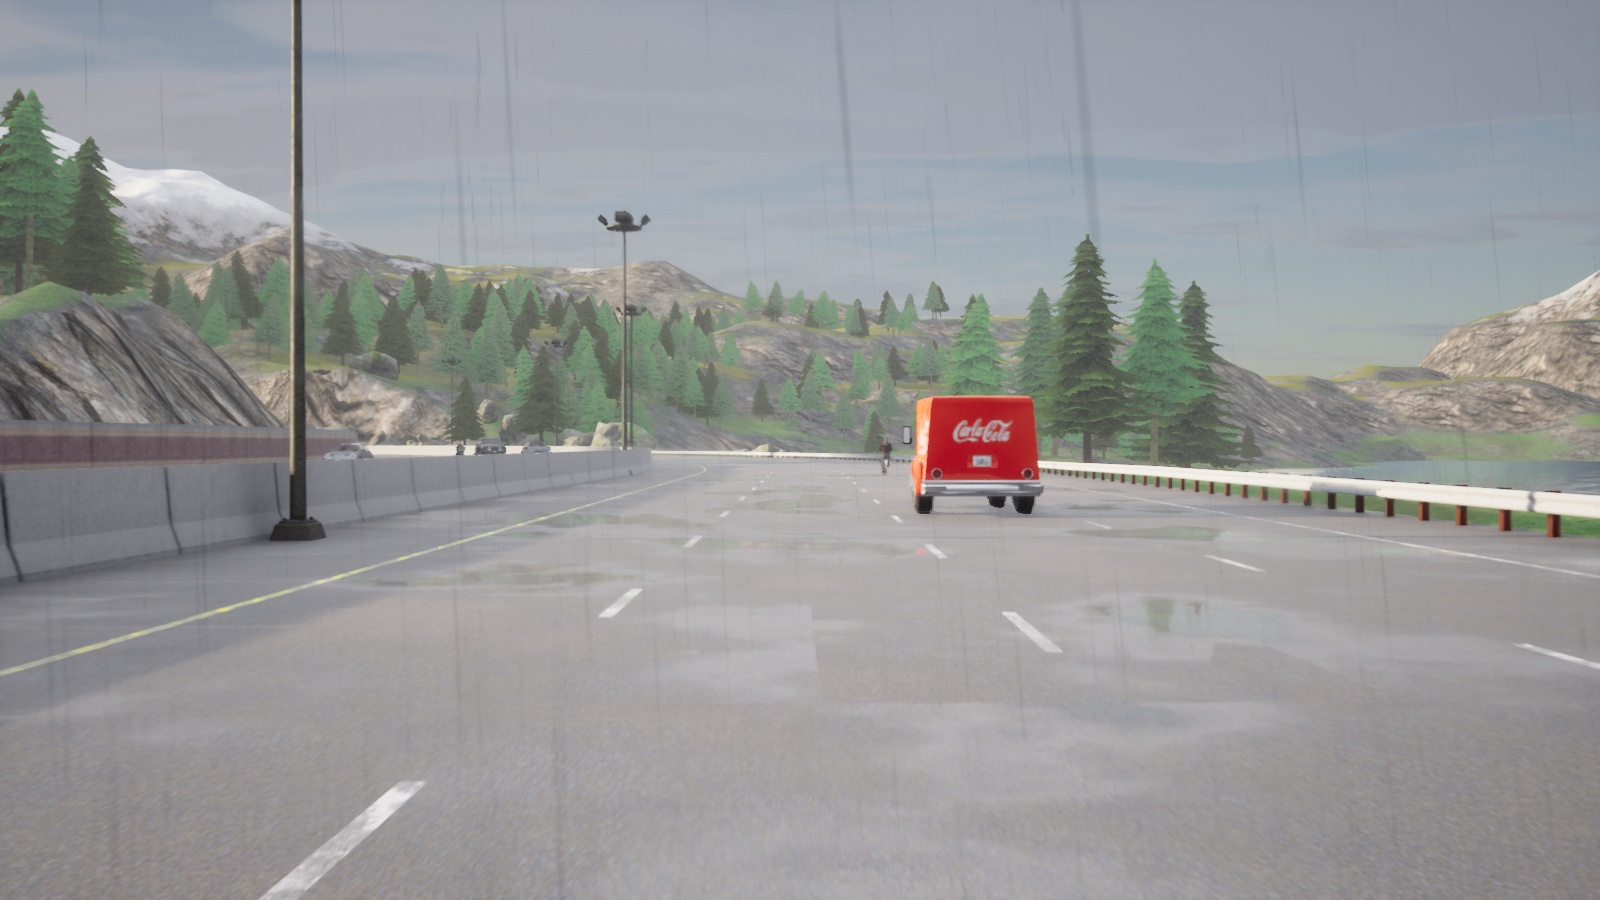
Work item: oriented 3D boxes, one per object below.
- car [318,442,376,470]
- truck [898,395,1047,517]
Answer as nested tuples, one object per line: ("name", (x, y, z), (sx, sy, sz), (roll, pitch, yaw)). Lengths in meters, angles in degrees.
("car", (-24.452, 0.310, 67.858), (1.970, 1.475, 3.806), (0, 0, -4))
("truck", (3.676, 0.105, 27.889), (2.627, 2.467, 5.204), (0, 0, 0))
